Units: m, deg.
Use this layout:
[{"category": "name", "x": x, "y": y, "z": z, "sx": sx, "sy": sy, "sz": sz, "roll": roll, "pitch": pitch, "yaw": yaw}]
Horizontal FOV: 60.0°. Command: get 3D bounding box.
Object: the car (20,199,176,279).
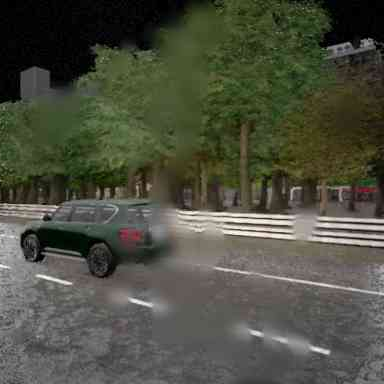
[{"category": "car", "x": -3.056, "y": 1.227, "z": 10.348, "sx": 5.566, "sy": 2.045, "sz": 2.150, "roll": 0, "pitch": 0, "yaw": 36}]
